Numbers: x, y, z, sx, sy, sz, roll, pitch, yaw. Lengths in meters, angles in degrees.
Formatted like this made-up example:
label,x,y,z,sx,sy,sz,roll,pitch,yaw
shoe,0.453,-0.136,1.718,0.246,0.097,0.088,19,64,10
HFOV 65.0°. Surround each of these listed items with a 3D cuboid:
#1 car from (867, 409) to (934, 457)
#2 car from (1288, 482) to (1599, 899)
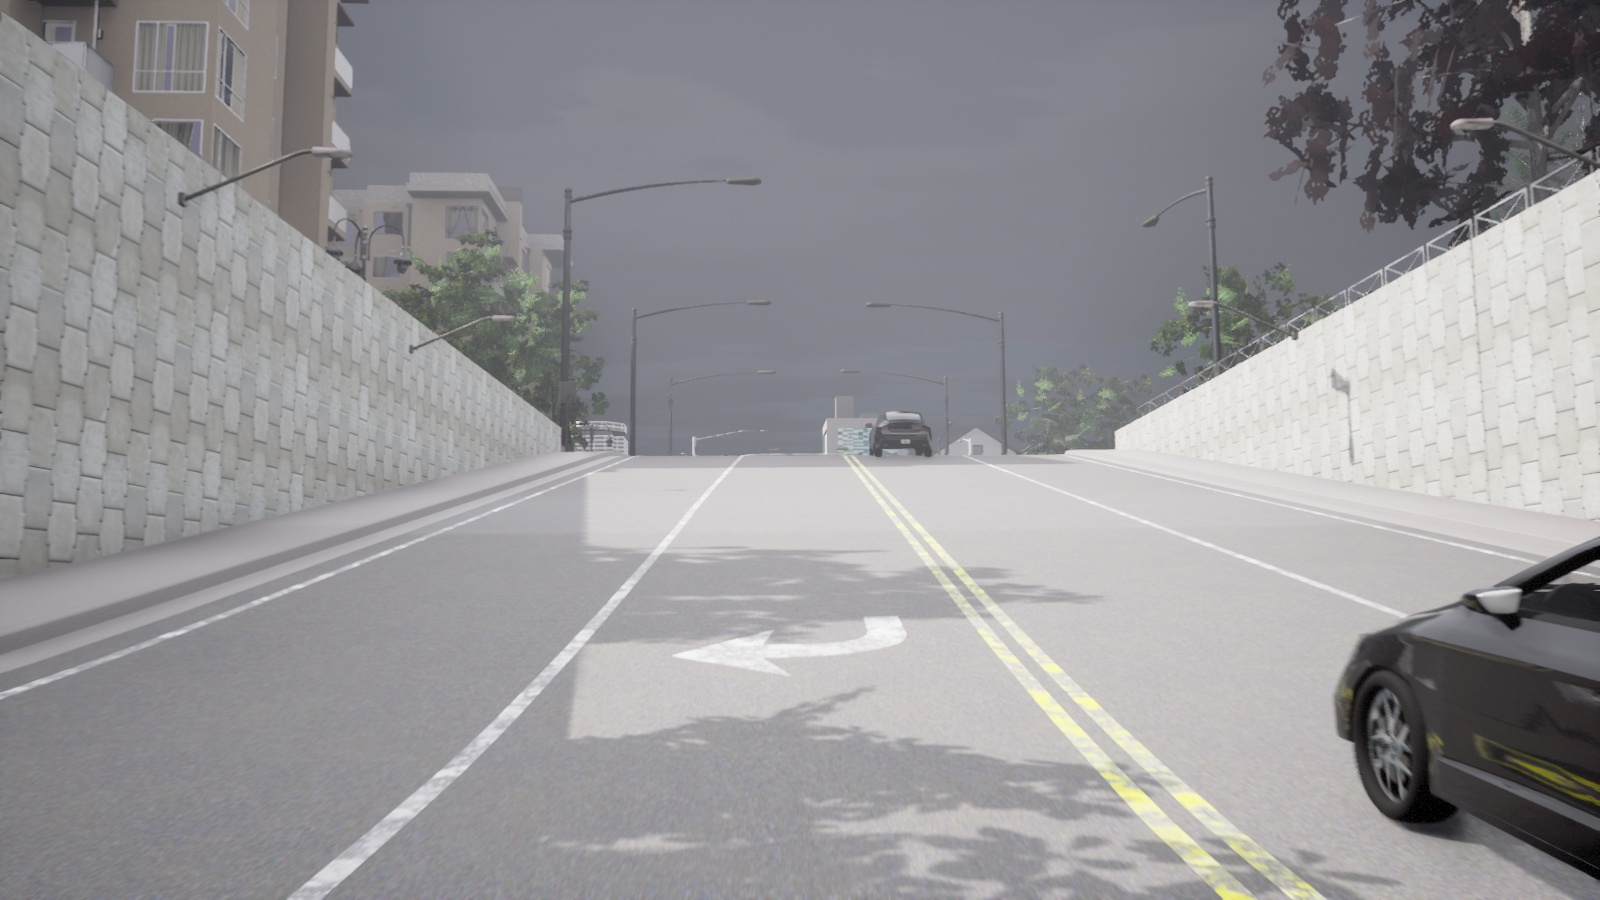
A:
label,x,y,z,sx,sy,sz,roll,pitch,yaw
car,3.314,-0.559,42.253,1.837,1.490,4.892,-1,0,0
car,3.472,0.889,4.469,1.816,1.474,4.193,0,-1,0
